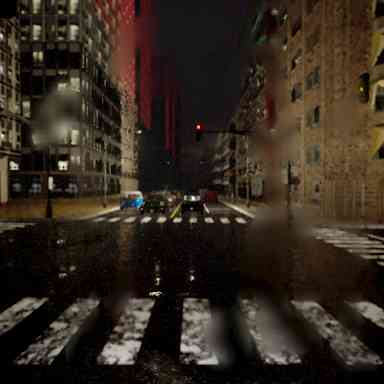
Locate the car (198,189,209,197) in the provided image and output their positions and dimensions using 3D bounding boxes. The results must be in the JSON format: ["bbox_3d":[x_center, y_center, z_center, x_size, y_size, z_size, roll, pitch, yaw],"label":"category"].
[{"bbox_3d":[2.599,0.197,75.906,2.192,1.841,5.009,0,1,0],"label":"car"}]

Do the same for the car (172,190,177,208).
[{"bbox_3d":[-3.132,0.790,37.554,2.097,1.767,4.553,0,1,0],"label":"car"}]

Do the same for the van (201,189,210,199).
[{"bbox_3d":[2.612,0.382,64.806,1.690,1.788,3.998,0,1,0],"label":"van"}]

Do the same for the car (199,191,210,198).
[{"bbox_3d":[2.607,0.512,70.359,2.008,1.369,4.403,0,1,0],"label":"car"}]

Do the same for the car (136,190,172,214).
[{"bbox_3d":[-3.164,0.919,28.766,2.097,1.767,4.553,0,1,1],"label":"car"}]

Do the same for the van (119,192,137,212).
[{"bbox_3d":[-5.729,0.868,31.493,1.690,1.788,3.998,0,1,0],"label":"van"}]

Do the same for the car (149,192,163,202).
[{"bbox_3d":[-5.754,0.730,53.528,1.752,1.417,4.829,0,1,0],"label":"car"}]

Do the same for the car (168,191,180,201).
[{"bbox_3d":[-3.068,0.619,57.890,1.882,1.535,5.008,0,1,0],"label":"car"}]

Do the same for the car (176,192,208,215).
[{"bbox_3d":[0.019,1.064,28.424,2.128,1.511,4.902,0,1,1],"label":"car"}]

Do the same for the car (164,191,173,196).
[{"bbox_3d":[-5.787,0.354,81.450,2.008,1.369,4.403,0,1,0],"label":"car"}]

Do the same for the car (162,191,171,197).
[{"bbox_3d":[-5.781,0.410,75.729,1.752,1.417,4.829,0,1,0],"label":"car"}]

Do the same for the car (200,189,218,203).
[{"bbox_3d":[2.632,0.598,48.155,2.192,1.841,5.009,0,1,0],"label":"car"}]

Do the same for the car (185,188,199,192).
[{"bbox_3d":[0.036,0.410,54.715,2.150,2.045,5.566,0,1,0],"label":"car"}]

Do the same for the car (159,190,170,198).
[{"bbox_3d":[-5.774,0.401,70.347,1.967,1.590,4.097,0,1,0],"label":"car"}]
